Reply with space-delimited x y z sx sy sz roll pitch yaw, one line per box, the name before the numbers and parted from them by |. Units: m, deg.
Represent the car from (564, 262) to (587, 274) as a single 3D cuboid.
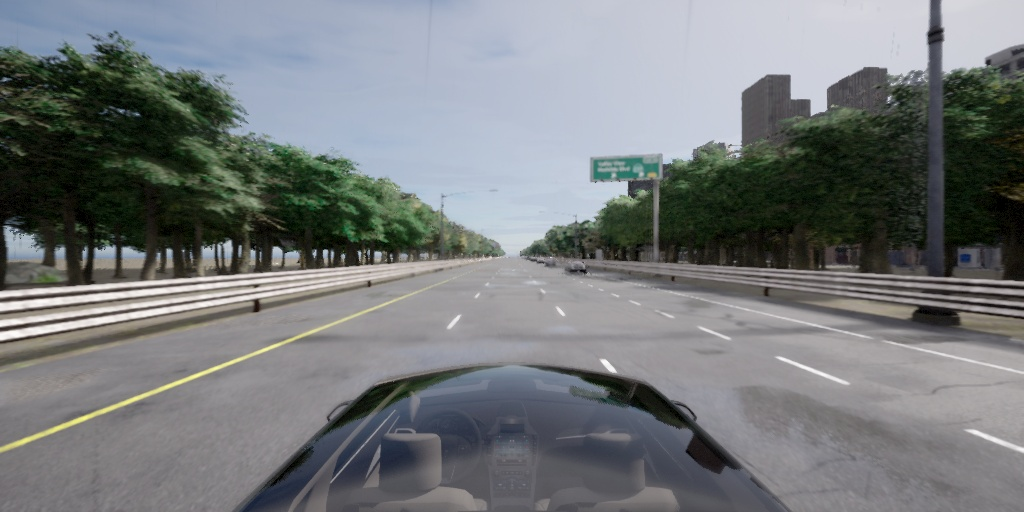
car | 7.030 1.341 40.128 1.895 1.301 4.718 0 0 0
